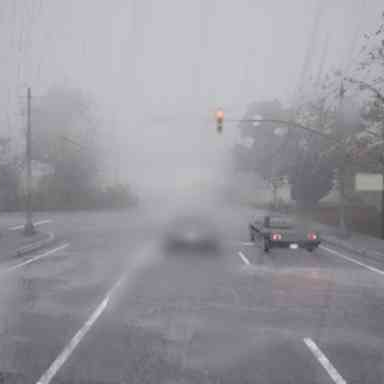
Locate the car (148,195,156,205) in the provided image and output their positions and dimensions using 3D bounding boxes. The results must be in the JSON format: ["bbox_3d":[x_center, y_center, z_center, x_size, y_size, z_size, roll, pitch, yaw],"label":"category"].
[{"bbox_3d":[-8.816,1.809,76.102,2.150,2.045,5.566,0,-1,-16],"label":"car"}]

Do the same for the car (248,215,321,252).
[{"bbox_3d":[3.549,1.583,13.701,1.895,1.301,4.718,0,0,1],"label":"car"}]

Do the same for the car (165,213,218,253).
[{"bbox_3d":[-0.064,1.545,13.609,1.994,1.385,4.181,0,0,-2],"label":"car"}]

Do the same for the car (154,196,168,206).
[{"bbox_3d":[-5.409,1.803,60.718,2.033,1.411,5.357,0,-1,-7],"label":"car"}]
